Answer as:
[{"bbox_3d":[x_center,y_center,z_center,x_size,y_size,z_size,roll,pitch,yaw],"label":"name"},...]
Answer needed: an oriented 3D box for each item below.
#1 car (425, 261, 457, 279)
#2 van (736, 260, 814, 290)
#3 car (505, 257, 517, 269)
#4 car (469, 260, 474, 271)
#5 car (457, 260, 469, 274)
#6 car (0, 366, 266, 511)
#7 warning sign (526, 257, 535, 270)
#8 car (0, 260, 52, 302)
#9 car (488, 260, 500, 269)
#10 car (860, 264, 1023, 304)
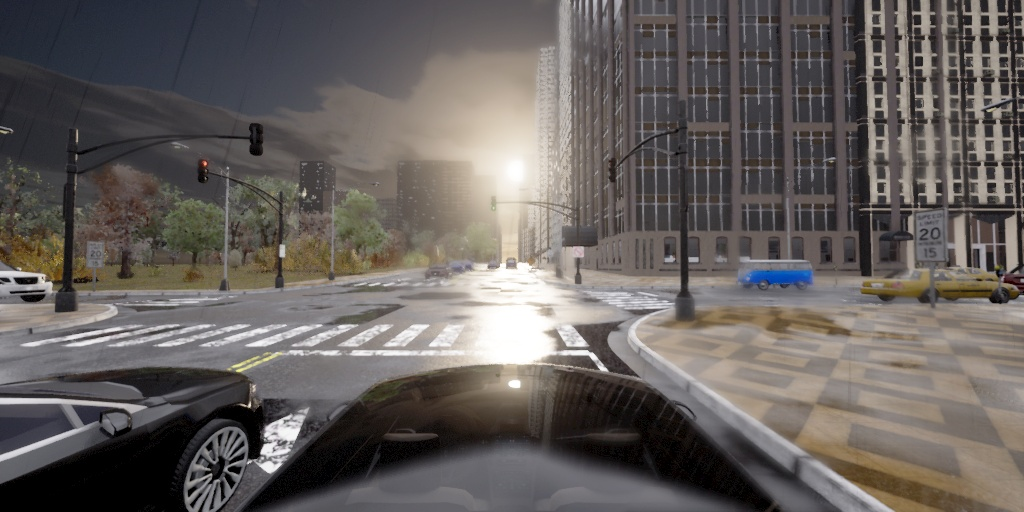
[{"bbox_3d":[-6.681,1.388,33.220,1.994,1.385,4.181,0,0,0],"label":"car"},{"bbox_3d":[15.890,1.128,21.739,3.998,1.789,1.690,0,0,-1],"label":"van"},{"bbox_3d":[-0.073,1.456,63.762,1.882,1.535,5.008,0,0,0],"label":"car"},{"bbox_3d":[-6.733,1.393,53.584,1.882,1.535,5.008,0,0,0],"label":"car"},{"bbox_3d":[-6.711,1.341,43.350,1.882,1.535,5.008,0,0,0],"label":"car"},{"bbox_3d":[-3.143,1.241,1.275,2.128,1.511,4.902,0,0,0],"label":"car"},{"bbox_3d":[2.715,1.014,50.642,1.300,1.860,1.060,0,0,0],"label":"warning sign"},{"bbox_3d":[-23.573,1.061,15.421,5.566,2.045,2.150,0,-2,-1],"label":"car"},{"bbox_3d":[-3.325,1.525,63.677,2.033,1.411,5.357,0,0,0],"label":"car"},{"bbox_3d":[16.294,1.078,13.722,4.829,1.417,1.751,0,0,-1],"label":"car"}]
